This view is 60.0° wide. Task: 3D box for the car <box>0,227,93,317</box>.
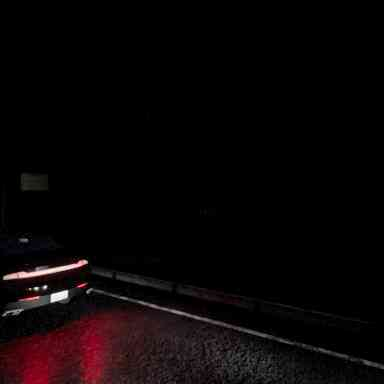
[{"bbox_3d":[-4.105,1.492,6.899,4.902,1.511,2.128,0,0,37],"label":"car"}]
